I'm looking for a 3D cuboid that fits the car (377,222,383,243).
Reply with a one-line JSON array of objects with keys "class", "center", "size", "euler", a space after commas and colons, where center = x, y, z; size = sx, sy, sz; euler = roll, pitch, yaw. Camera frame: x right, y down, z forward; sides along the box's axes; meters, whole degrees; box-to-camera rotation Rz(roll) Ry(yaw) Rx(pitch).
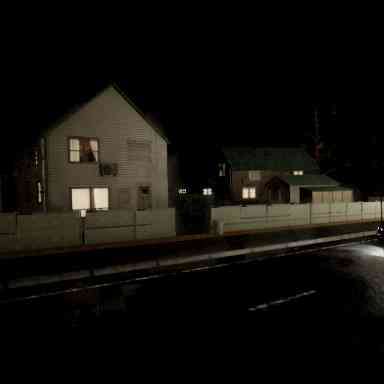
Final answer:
[{"class": "car", "center": [10.111, 1.503, 14.762], "size": [4.892, 1.490, 1.837], "euler": [1, 0, -35]}]
